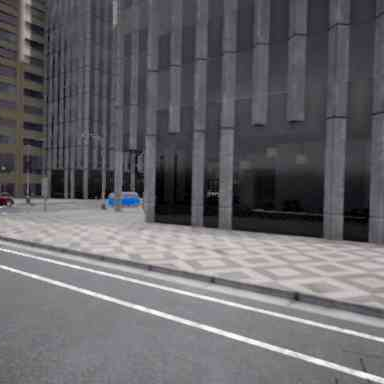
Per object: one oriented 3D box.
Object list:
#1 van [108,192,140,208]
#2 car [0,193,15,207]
[{"bbox_3d":[-7.893,0.928,39.018,1.690,1.788,3.998,2,1,36],"label":"van"},{"bbox_3d":[-21.178,0.791,35.189,1.967,1.590,4.097,2,1,36],"label":"car"}]
